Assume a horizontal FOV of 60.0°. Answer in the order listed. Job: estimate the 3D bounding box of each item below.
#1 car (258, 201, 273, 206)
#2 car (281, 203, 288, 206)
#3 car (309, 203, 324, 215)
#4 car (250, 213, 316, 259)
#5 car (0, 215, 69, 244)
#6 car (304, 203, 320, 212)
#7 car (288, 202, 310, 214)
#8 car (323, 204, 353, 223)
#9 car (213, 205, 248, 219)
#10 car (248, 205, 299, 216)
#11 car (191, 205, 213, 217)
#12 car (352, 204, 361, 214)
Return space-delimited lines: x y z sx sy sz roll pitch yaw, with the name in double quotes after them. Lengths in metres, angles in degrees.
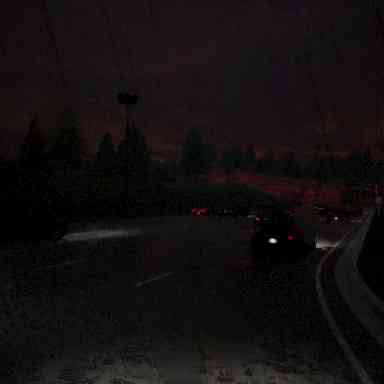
13.257 2.422 59.279 2.097 1.767 4.553 1 -1 29 "car"
16.454 2.664 57.832 2.033 1.411 5.357 1 -1 29 "car"
18.473 2.506 47.124 2.128 1.511 4.902 1 -1 29 "car"
3.979 1.837 14.147 1.994 1.385 4.181 1 -1 29 "car"
-7.826 1.637 14.566 1.895 1.301 4.718 1 -1 29 "car"
21.814 2.770 60.433 1.837 1.490 4.892 1 -1 29 "car"
16.976 2.398 51.809 2.097 1.767 4.553 1 -1 29 "car"
14.642 2.253 33.147 1.837 1.490 4.892 1 -1 29 "car"
4.737 2.143 36.953 2.033 1.411 5.357 1 -1 29 "car"
6.374 2.023 25.564 2.033 1.411 5.357 1 -1 29 "car"
1.829 2.163 38.922 1.895 1.301 4.718 1 -1 29 "car"
26.218 2.740 53.773 1.882 1.535 5.008 1 -1 29 "car"
